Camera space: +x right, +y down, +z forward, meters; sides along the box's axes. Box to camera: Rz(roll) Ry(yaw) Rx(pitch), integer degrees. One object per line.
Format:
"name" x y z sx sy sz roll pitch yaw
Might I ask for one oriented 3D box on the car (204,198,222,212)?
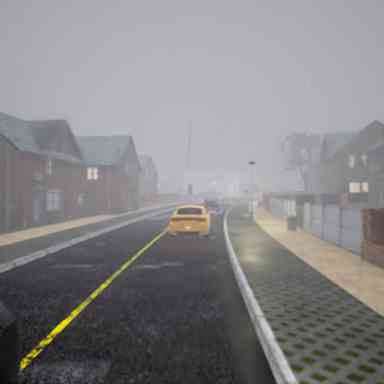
"car" 2.126 1.333 35.711 2.128 1.511 4.902 0 0 9

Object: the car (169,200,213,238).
"car" -0.009 1.431 17.418 1.882 1.535 5.008 0 0 4

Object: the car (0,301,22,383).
"car" -2.498 1.487 1.169 2.128 1.511 4.902 0 0 -1
